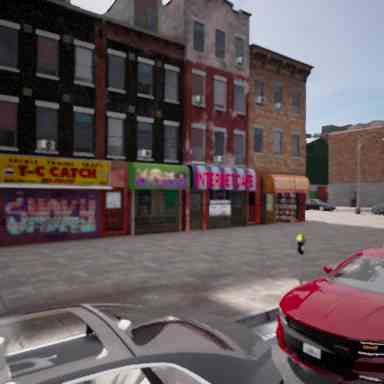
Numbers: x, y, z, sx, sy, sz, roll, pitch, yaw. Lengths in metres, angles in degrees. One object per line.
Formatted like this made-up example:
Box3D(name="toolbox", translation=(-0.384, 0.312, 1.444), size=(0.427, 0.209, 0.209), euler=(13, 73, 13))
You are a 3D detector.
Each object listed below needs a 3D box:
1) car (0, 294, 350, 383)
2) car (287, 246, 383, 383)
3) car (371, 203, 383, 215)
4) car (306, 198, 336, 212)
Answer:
Box3D(name="car", translation=(-1.281, 1.551, 1.891), size=(4.403, 1.369, 2.008), euler=(0, 0, -35))
Box3D(name="car", translation=(3.193, 1.564, 5.078), size=(4.507, 1.381, 1.887), euler=(0, 0, -35))
Box3D(name="car", translation=(19.157, 1.610, 31.064), size=(1.994, 1.385, 4.181), euler=(1, 0, -36))
Box3D(name="car", translation=(14.044, 1.488, 38.167), size=(1.837, 1.490, 4.892), euler=(1, 0, -36))
